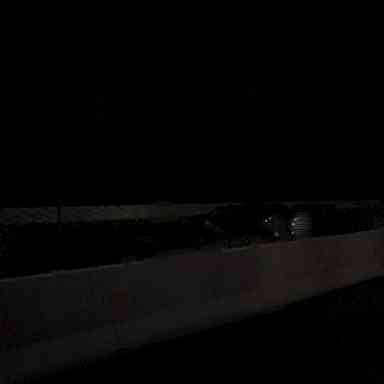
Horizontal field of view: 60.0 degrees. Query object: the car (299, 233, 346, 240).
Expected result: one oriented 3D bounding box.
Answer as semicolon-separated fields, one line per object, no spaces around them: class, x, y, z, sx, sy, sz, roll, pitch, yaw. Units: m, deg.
car;5.755;1.401;16.751;4.553;1.767;2.097;0;0;-36
